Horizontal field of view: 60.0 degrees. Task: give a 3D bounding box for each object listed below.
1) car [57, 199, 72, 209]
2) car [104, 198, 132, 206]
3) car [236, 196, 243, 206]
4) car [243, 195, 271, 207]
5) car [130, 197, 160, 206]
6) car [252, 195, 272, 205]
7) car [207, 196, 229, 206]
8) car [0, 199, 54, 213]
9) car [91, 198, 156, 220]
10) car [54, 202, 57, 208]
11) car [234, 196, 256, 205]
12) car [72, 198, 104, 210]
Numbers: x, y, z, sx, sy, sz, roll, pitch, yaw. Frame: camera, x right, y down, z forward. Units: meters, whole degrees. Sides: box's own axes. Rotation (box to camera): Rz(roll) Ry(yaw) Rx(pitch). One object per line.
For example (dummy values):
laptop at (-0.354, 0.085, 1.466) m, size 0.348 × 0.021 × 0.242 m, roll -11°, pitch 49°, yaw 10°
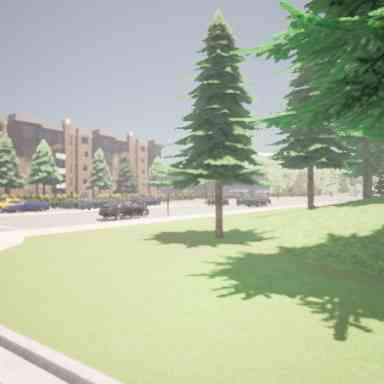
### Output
car at (-15.874, 1.692, 46.564) m, size 1.895 × 1.301 × 4.718 m, roll 0°, pitch 0°, yaw 35°
car at (-12.636, 1.700, 57.143) m, size 1.895 × 1.301 × 4.718 m, roll 0°, pitch 0°, yaw 35°
car at (9.263, 1.408, 56.075) m, size 2.097 × 1.767 × 4.553 m, roll 0°, pitch 0°, yaw 36°
car at (10.116, 1.554, 51.213) m, size 1.837 × 1.490 × 4.892 m, roll 0°, pitch 0°, yaw 35°
car at (-7.104, 1.588, 52.927) m, size 1.837 × 1.490 × 4.892 m, roll 0°, pitch 0°, yaw 35°
car at (12.985, 1.408, 61.463) m, size 2.097 × 1.767 × 4.553 m, roll 0°, pitch 0°, yaw 35°
car at (4.415, 1.416, 55.336) m, size 2.097 × 1.767 × 4.553 m, roll 0°, pitch 0°, yaw 35°
car at (-18.297, 1.609, 37.033) m, size 1.812 × 1.442 × 4.674 m, roll 0°, pitch 0°, yaw 35°
car at (-5.745, 1.540, 28.549) m, size 2.128 × 1.511 × 4.902 m, roll 0°, pitch 0°, yaw 36°
car at (-18.426, 1.700, 48.966) m, size 1.895 × 1.301 × 4.718 m, roll 0°, pitch 0°, yaw 35°
car at (10.122, 1.555, 63.476) m, size 2.128 × 1.511 × 4.902 m, roll 0°, pitch 0°, yaw 35°
car at (-12.977, 1.575, 44.620) m, size 2.128 × 1.511 × 4.902 m, roll 0°, pitch 0°, yaw 35°
